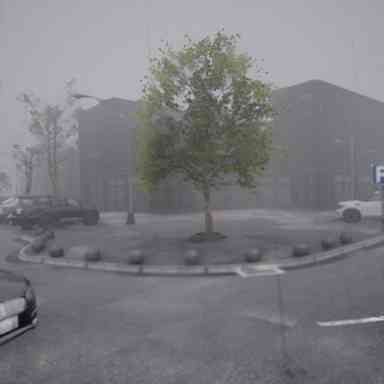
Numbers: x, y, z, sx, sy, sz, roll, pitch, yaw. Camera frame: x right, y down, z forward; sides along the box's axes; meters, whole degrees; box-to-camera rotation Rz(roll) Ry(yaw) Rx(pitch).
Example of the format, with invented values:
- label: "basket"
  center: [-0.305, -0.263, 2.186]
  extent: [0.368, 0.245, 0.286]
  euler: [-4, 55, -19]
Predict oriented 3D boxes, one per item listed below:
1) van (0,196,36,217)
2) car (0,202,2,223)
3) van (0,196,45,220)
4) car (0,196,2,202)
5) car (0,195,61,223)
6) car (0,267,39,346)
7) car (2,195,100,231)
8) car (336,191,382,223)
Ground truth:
- label: "van"
  center: [-17.929, 1.369, 32.598]
  extent: [1.878, 1.987, 4.442]
  euler: [-1, 0, 30]
- label: "car"
  center: [-10.372, 1.548, 23.400]
  extent: [2.163, 1.488, 4.792]
  euler: [0, 0, 30]
- label: "van"
  center: [-16.028, 1.350, 30.331]
  extent: [1.878, 1.987, 4.442]
  euler: [-1, 0, 30]
- label: "car"
  center: [-12.287, 1.286, 25.668]
  extent: [2.435, 2.045, 5.566]
  euler: [0, 0, 30]
- label: "car"
  center: [-14.189, 1.306, 27.935]
  extent: [2.435, 2.045, 5.566]
  euler: [0, 0, 30]
- label: "car"
  center: [-4.712, 1.529, 5.264]
  extent: [4.902, 1.511, 2.128]
  euler: [-1, 0, 22]
- label: "car"
  center: [-8.470, 1.248, 21.190]
  extent: [2.435, 2.045, 5.566]
  euler: [-1, 0, 30]
- label: "car"
  center: [12.115, 0.916, 21.017]
  extent: [5.566, 2.045, 2.435]
  euler: [-2, 0, 31]
